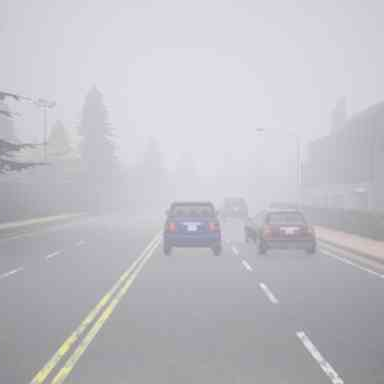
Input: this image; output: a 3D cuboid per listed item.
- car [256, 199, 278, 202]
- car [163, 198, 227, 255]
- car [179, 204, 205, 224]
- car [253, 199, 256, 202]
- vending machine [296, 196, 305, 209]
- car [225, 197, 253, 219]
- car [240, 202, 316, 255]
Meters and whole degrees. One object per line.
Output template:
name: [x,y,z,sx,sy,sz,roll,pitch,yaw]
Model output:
car: [16.051,2.173,69.357,4.674,1.442,1.812,0,-1,-39]
car: [0.012,1.348,14.012,2.150,2.045,5.566,0,0,0]
car: [0.027,1.819,28.991,2.033,1.411,5.357,0,-1,0]
car: [14.413,2.218,72.511,5.357,1.411,2.033,0,-1,-35]
vending machine: [18.366,1.724,56.430,1.100,2.100,0.880,-1,-1,45]
car: [3.528,1.489,29.027,2.150,2.045,5.566,0,0,0]
car: [3.513,1.483,14.086,2.097,1.767,4.553,0,-1,0]
